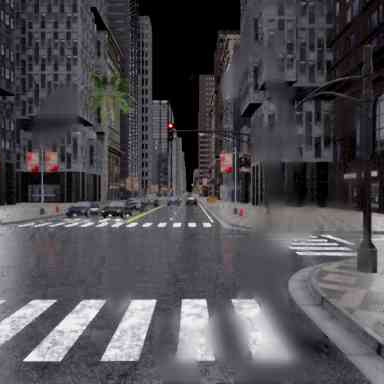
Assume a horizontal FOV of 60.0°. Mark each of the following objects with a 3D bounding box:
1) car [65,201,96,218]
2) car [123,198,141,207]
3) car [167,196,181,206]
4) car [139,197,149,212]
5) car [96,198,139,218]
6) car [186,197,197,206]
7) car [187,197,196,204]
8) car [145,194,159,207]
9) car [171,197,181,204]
[{"bbox_3d":[-9.934,1.569,30.823,2.033,1.411,5.357,0,0,0],"label":"car"},{"bbox_3d":[-9.978,1.700,55.539,2.033,1.411,5.357,0,-1,0],"label":"car"},{"bbox_3d":[-3.316,1.545,60.393,2.097,1.767,4.553,0,0,0],"label":"car"},{"bbox_3d":[-6.701,1.619,39.680,1.994,1.385,4.181,0,0,0],"label":"car"},{"bbox_3d":[-6.657,1.569,30.438,2.033,1.411,5.357,0,0,4],"label":"car"},{"bbox_3d":[-0.065,1.672,60.490,1.882,1.535,5.008,0,-1,0],"label":"car"},{"bbox_3d":[-0.122,1.814,70.830,1.812,1.442,4.674,0,-1,0],"label":"car"},{"bbox_3d":[-6.733,1.367,54.369,2.150,2.045,5.566,0,-1,0],"label":"car"},{"bbox_3d":[-3.382,1.848,70.595,1.994,1.385,4.181,0,-1,0],"label":"car"}]
